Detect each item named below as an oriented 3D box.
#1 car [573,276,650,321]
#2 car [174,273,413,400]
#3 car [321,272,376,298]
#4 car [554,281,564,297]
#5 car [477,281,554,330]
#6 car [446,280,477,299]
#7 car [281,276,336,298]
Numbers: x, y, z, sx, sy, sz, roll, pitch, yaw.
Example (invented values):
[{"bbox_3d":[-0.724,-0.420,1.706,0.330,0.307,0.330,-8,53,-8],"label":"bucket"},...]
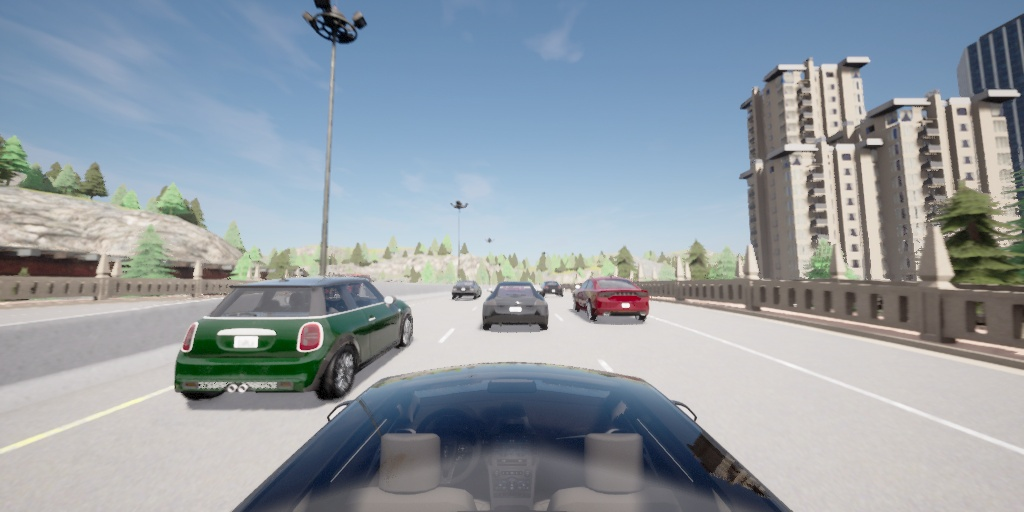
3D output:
[{"bbox_3d":[3.599,1.537,13.821,1.882,1.535,5.008,0,-3,0],"label":"car"},{"bbox_3d":[-3.401,1.164,6.711,2.097,1.767,4.553,0,-1,0],"label":"car"},{"bbox_3d":[-14.103,2.568,31.369,2.150,2.045,5.566,0,-5,0],"label":"car"},{"bbox_3d":[3.596,3.042,33.441,1.812,1.442,4.674,0,-5,0],"label":"car"},{"bbox_3d":[0.099,1.542,12.026,1.994,1.385,4.181,0,-2,0],"label":"car"},{"bbox_3d":[-3.403,2.580,27.545,2.033,1.411,5.357,0,-5,0],"label":"car"},{"bbox_3d":[-17.598,2.694,31.344,2.097,1.767,4.553,0,-5,0],"label":"car"}]
